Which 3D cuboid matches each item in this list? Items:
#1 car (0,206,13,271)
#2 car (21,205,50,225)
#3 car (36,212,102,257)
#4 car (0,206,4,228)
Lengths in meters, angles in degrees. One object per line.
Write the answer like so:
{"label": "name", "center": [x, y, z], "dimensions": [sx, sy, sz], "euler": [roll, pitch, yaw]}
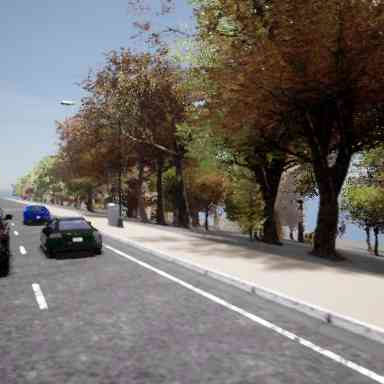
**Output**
{"label": "car", "center": [-7.255, 1.367, 10.976], "dimensions": [2.150, 2.045, 5.566], "euler": [0, 0, -29]}
{"label": "car", "center": [-13.021, 1.804, 27.702], "dimensions": [1.882, 1.535, 5.008], "euler": [0, 0, -29]}
{"label": "car", "center": [-5.133, 1.719, 13.848], "dimensions": [1.994, 1.385, 4.181], "euler": [0, 0, -29]}
{"label": "car", "center": [-15.593, 1.852, 25.644], "dimensions": [1.812, 1.442, 4.674], "euler": [0, 0, -29]}
